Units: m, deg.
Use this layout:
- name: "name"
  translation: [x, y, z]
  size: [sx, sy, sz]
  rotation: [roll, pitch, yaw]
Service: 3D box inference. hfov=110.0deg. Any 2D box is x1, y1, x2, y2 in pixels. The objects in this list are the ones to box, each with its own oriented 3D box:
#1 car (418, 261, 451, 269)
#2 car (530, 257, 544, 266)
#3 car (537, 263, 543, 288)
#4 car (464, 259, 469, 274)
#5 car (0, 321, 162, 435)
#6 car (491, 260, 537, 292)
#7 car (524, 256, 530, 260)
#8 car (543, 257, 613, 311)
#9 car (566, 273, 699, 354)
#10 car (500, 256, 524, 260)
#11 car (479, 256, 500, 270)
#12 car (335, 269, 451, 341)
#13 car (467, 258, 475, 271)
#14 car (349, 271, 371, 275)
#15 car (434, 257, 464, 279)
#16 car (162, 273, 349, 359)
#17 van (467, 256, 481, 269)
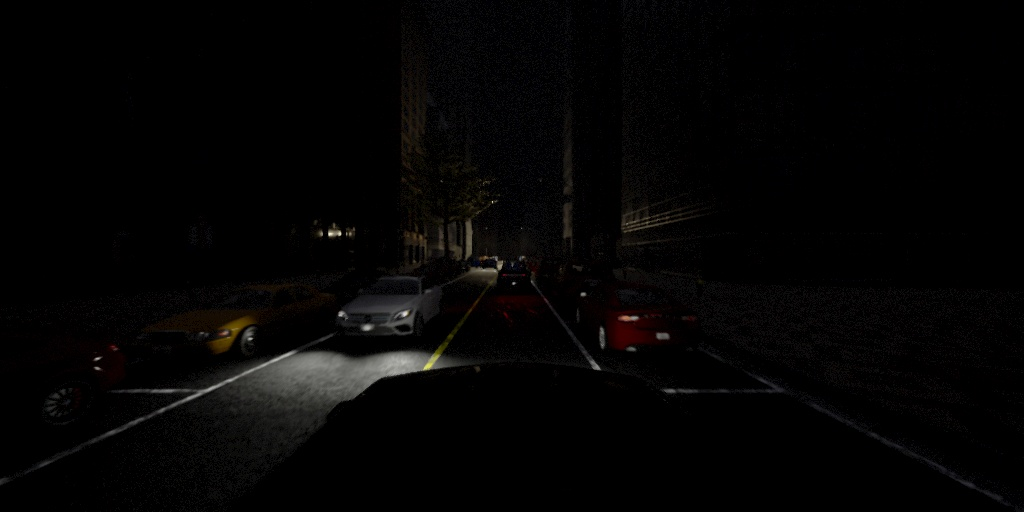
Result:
- name: "car"
  translation: [-5.863, 1.233, 25.494]
  size: [1.888, 1.381, 4.507]
  rotation: [0, 0, 0]
- name: "car"
  translation: [2.662, 1.002, 25.488]
  size: [2.192, 1.841, 5.009]
  rotation: [0, 0, 0]
- name: "car"
  translation: [2.663, 1.267, 19.849]
  size: [1.948, 1.339, 4.313]
  rotation: [0, 0, 0]
- name: "car"
  translation: [-5.865, 1.227, 36.774]
  size: [1.948, 1.339, 4.313]
  rotation: [0, 0, 0]
- name: "car"
  translation: [-5.858, 1.328, 2.937]
  size: [1.802, 1.307, 4.207]
  rotation: [0, 0, 0]
- name: "car"
  translation: [0.095, 1.191, 20.777]
  size: [2.128, 1.511, 4.902]
  rotation: [0, 0, 0]
- name: "car"
  translation: [2.660, 0.975, 36.767]
  size: [2.192, 1.841, 5.009]
  rotation: [0, 0, 0]
- name: "car"
  translation: [2.665, 1.029, 14.211]
  size: [2.192, 1.841, 5.009]
  rotation: [0, 0, 0]
- name: "car"
  translation: [2.666, 1.275, 8.572]
  size: [1.888, 1.381, 4.507]
  rotation: [0, 0, 0]
- name: "car"
  translation: [0.093, 1.007, 38.783]
  size: [2.097, 1.767, 4.553]
  rotation: [0, 0, 0]
- name: "car"
  translation: [-3.087, 1.119, 50.542]
  size: [1.882, 1.535, 5.008]
  rotation: [0, 0, 0]
- name: "car"
  translation: [-3.089, 1.252, 9.973]
  size: [1.812, 1.442, 4.674]
  rotation: [0, 0, 0]
- name: "car"
  translation: [-5.867, 1.231, 42.412]
  size: [1.802, 1.307, 4.207]
  rotation: [0, 0, 0]
- name: "car"
  translation: [-5.861, 1.281, 14.216]
  size: [1.948, 1.339, 4.313]
  rotation: [0, 0, 0]
- name: "car"
  translation: [-5.865, 0.989, 31.134]
  size: [2.192, 1.841, 5.009]
  rotation: [0, 0, 0]
- name: "car"
  translation: [-5.859, 1.255, 8.406]
  size: [1.751, 1.417, 4.829]
  rotation: [0, 0, 0]
- name: "van"
  translation: [-5.869, 0.981, 53.690]
  size: [1.690, 1.789, 3.998]
  rotation: [0, 0, 0]
